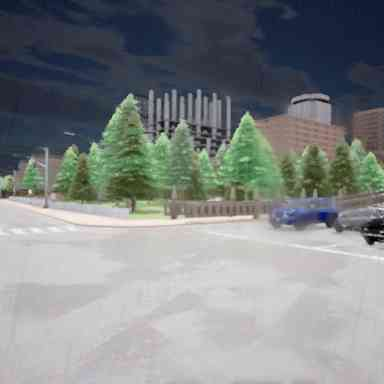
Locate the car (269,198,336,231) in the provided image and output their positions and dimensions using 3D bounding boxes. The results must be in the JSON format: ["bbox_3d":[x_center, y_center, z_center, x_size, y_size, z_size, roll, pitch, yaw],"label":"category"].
[{"bbox_3d":[7.606,1.402,22.281,5.566,2.045,2.150,1,0,-35],"label":"car"}]

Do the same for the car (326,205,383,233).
[{"bbox_3d":[10.500,1.692,20.032,4.892,1.490,1.837,1,0,-35],"label":"car"}]

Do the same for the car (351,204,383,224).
[{"bbox_3d":[15.560,1.788,27.921,4.718,1.301,1.895,-1,1,-35],"label":"car"}]

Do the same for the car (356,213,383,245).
[{"bbox_3d":[9.793,1.759,15.246,4.718,1.301,1.895,1,0,-35],"label":"car"}]
